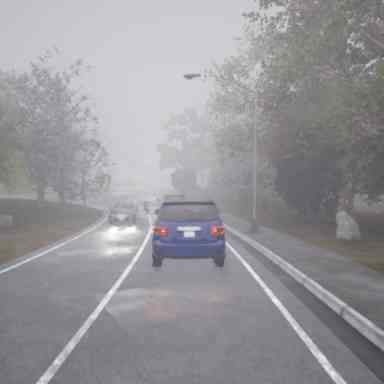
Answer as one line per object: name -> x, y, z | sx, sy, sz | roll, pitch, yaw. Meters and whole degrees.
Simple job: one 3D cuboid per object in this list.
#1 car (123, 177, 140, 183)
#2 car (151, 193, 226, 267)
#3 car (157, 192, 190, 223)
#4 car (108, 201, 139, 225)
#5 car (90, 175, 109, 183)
car -> -16.839, -3.410, 92.210 | 5.008, 1.535, 1.882 | 2, 5, 24
car -> -0.156, 1.200, 11.541 | 2.150, 2.045, 5.566 | 0, 0, -2
car -> -1.613, 1.103, 26.672 | 2.150, 2.045, 5.566 | -1, 2, -8
car -> -4.860, 1.449, 24.008 | 2.128, 1.511, 4.902 | -1, 1, -7
car -> -24.902, -3.492, 90.813 | 5.566, 2.045, 2.150 | 0, 5, 1
